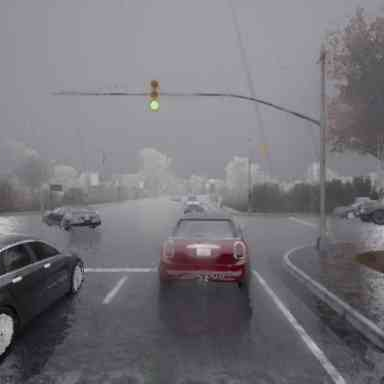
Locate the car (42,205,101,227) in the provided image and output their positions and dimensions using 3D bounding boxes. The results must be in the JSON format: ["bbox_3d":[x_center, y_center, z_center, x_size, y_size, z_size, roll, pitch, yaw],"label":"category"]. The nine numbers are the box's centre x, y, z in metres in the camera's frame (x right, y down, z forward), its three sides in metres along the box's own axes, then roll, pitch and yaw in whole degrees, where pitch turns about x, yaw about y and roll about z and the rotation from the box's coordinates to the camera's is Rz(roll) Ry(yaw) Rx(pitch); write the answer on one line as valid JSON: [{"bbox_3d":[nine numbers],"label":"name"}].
[{"bbox_3d":[-7.509,1.514,20.476,2.033,1.411,5.357,0,0,-41],"label":"car"}]

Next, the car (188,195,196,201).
[{"bbox_3d":[0.051,1.391,82.330,1.812,1.442,4.674,0,0,1],"label":"car"}]

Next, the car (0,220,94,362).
[{"bbox_3d":[-3.400,1.495,5.759,1.837,1.490,4.892,0,0,0],"label":"car"}]

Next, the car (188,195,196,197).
[{"bbox_3d":[0.009,1.384,71.976,1.837,1.490,4.892,0,0,0],"label":"car"}]

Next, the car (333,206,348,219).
[{"bbox_3d":[13.989,1.461,26.932,4.892,1.490,1.837,0,0,3],"label":"car"}]

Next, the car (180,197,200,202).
[{"bbox_3d":[0.104,1.474,31.847,1.812,1.442,4.674,0,0,0],"label":"car"}]

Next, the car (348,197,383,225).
[{"bbox_3d":[14.468,1.184,23.396,5.566,2.045,2.150,0,0,3],"label":"car"}]

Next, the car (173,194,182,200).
[{"bbox_3d":[-3.450,1.269,82.322,1.994,1.385,4.181,0,0,1],"label":"car"}]

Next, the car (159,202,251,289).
[{"bbox_3d":[0.463,1.337,9.406,2.097,1.767,4.553,0,0,6],"label":"car"}]

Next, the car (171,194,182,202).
[{"bbox_3d":[-3.490,1.428,72.296,1.994,1.385,4.181,0,0,0],"label":"car"}]
